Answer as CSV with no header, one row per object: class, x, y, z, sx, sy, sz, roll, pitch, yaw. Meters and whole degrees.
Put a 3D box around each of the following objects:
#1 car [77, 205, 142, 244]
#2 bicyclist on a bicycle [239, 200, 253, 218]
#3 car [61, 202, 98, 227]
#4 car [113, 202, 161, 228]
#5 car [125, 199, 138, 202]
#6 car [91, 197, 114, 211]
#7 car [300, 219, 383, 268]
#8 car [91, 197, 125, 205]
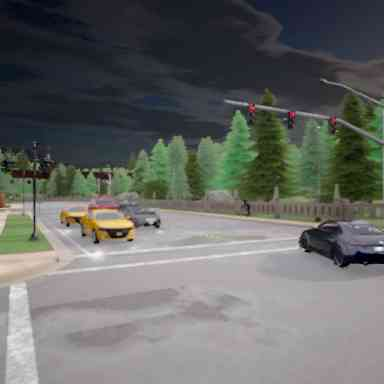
car,-4.460,1.658,17.263,1.882,1.535,5.008,0,-1,-28
bicyclist on a bicycle,4.952,1.562,30.425,1.656,1.620,0.582,0,0,-28
car,-8.929,1.754,25.721,1.882,1.535,5.008,0,-1,-28
car,-3.725,1.724,23.359,2.128,1.511,4.902,0,-1,-28
car,-9.144,1.841,48.809,2.097,1.767,4.553,0,0,-27
car,-13.222,1.726,49.059,2.150,2.045,5.566,0,-1,-28
car,5.375,1.652,11.721,1.994,1.385,4.181,0,-1,-3
car,-8.699,1.562,32.815,2.150,2.045,5.566,0,-1,-28
